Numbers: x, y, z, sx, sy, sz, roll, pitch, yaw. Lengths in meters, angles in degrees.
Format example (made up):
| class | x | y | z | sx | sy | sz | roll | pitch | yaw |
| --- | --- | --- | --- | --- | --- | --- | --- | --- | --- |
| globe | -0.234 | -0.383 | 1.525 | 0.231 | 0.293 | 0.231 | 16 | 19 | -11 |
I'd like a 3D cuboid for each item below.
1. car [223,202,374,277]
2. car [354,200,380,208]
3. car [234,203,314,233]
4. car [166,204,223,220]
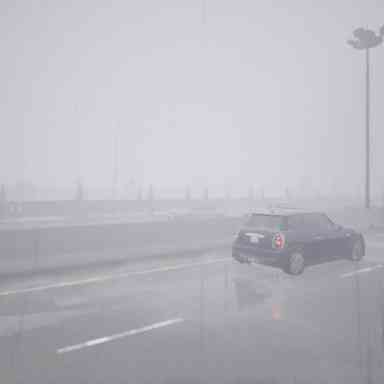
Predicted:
| class | x | y | z | sx | sy | sz | roll | pitch | yaw |
| --- | --- | --- | --- | --- | --- | --- | --- | --- | --- |
| car | 3.482 | 1.353 | 10.529 | 4.553 | 1.767 | 2.097 | 0 | 0 | -35 |
| car | 16.967 | 1.528 | 33.246 | 4.674 | 1.442 | 1.812 | 0 | 0 | -35 |
| car | 5.150 | 1.493 | 20.553 | 4.902 | 1.511 | 2.128 | 0 | 0 | -35 |
| car | 0.353 | 1.602 | 25.731 | 4.718 | 1.301 | 1.895 | 0 | 0 | -35 |
